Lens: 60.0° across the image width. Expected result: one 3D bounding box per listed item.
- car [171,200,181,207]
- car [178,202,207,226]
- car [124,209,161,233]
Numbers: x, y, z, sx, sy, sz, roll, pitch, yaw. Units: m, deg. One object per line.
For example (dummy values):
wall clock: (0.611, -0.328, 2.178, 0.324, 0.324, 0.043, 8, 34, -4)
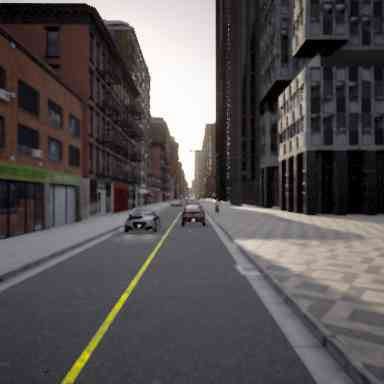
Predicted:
car: (-2.992, 2.273, 63.994, 1.994, 1.385, 4.181, 0, -1, 0)
car: (0.109, 1.797, 26.158, 1.837, 1.490, 4.892, 0, -1, 0)
car: (-3.093, 1.804, 21.498, 1.994, 1.385, 4.181, 0, -1, 0)
